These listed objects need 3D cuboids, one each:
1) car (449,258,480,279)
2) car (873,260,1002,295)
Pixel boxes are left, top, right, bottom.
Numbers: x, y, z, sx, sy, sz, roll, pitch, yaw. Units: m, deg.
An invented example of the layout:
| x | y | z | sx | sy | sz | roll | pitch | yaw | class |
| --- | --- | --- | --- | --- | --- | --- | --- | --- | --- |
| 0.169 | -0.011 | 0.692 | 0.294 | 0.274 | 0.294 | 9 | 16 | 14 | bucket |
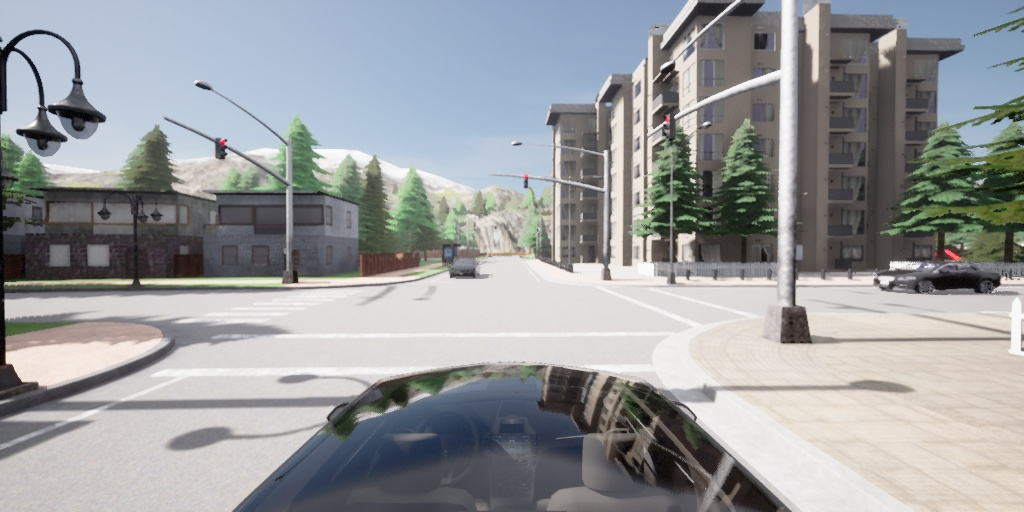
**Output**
| x | y | z | sx | sy | sz | roll | pitch | yaw | class |
| --- | --- | --- | --- | --- | --- | --- | --- | --- | --- |
| -3.486 | 0.875 | 27.078 | 1.882 | 1.535 | 5.008 | 0 | 2 | 0 | car |
| 20.341 | 1.010 | 17.272 | 4.902 | 1.511 | 2.128 | 0 | 1 | -2 | car |
